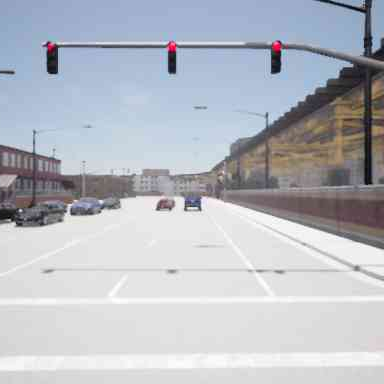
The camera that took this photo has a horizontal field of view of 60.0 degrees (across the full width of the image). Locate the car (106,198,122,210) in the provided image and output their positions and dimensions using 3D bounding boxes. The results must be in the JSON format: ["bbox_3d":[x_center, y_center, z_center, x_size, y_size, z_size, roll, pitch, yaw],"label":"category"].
[{"bbox_3d":[-10.562,1.519,43.752,1.837,1.490,4.892,0,0,1],"label":"car"}]

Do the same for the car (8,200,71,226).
[{"bbox_3d":[-10.599,1.512,23.529,1.837,1.490,4.892,0,0,0],"label":"car"}]

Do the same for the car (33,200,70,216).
[{"bbox_3d":[-14.092,1.536,33.725,1.812,1.442,4.674,0,0,0],"label":"car"}]

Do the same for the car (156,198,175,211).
[{"bbox_3d":[-3.415,1.538,41.263,1.812,1.442,4.674,0,0,0],"label":"car"}]

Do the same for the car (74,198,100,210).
[{"bbox_3d":[-14.050,1.520,44.834,1.837,1.490,4.892,0,0,1],"label":"car"}]

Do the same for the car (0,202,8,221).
[{"bbox_3d":[-14.097,1.499,23.597,2.128,1.511,4.902,0,0,0],"label":"car"}]

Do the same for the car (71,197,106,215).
[{"bbox_3d":[-10.595,1.363,33.471,2.097,1.767,4.553,0,0,0],"label":"car"}]

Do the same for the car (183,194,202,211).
[{"bbox_3d":[0.087,1.235,41.099,2.150,2.045,5.566,0,0,0],"label":"car"}]
